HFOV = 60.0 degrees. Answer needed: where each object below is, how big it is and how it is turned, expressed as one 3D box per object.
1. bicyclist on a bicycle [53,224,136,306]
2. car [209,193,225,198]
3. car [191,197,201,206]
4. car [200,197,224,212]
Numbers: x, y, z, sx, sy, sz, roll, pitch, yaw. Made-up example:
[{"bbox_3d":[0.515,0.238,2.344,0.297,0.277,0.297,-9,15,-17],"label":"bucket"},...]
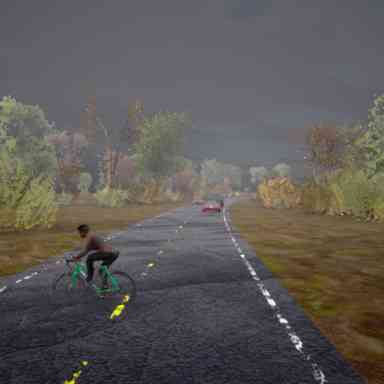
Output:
[{"bbox_3d":[-1.935,1.455,6.522,1.656,1.620,0.582,-2,0,2],"label":"bicyclist on a bicycle"},{"bbox_3d":[3.690,1.229,50.294,2.150,2.045,5.566,0,0,7],"label":"car"},{"bbox_3d":[1.034,1.573,54.338,1.994,1.385,4.181,0,0,8],"label":"car"},{"bbox_3d":[2.333,1.567,38.535,1.994,1.385,4.181,0,0,6],"label":"car"}]
